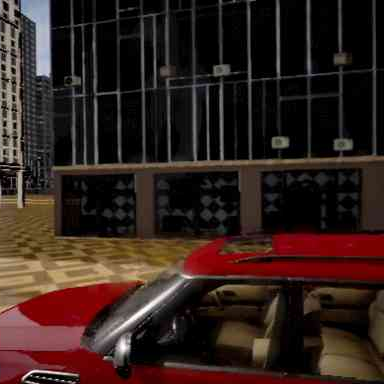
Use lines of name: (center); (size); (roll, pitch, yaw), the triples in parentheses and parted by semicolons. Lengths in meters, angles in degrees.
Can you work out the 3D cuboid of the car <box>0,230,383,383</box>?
car: (0.620, 1.270, 2.578); (5.009, 1.841, 2.192); (0, 1, 14)
